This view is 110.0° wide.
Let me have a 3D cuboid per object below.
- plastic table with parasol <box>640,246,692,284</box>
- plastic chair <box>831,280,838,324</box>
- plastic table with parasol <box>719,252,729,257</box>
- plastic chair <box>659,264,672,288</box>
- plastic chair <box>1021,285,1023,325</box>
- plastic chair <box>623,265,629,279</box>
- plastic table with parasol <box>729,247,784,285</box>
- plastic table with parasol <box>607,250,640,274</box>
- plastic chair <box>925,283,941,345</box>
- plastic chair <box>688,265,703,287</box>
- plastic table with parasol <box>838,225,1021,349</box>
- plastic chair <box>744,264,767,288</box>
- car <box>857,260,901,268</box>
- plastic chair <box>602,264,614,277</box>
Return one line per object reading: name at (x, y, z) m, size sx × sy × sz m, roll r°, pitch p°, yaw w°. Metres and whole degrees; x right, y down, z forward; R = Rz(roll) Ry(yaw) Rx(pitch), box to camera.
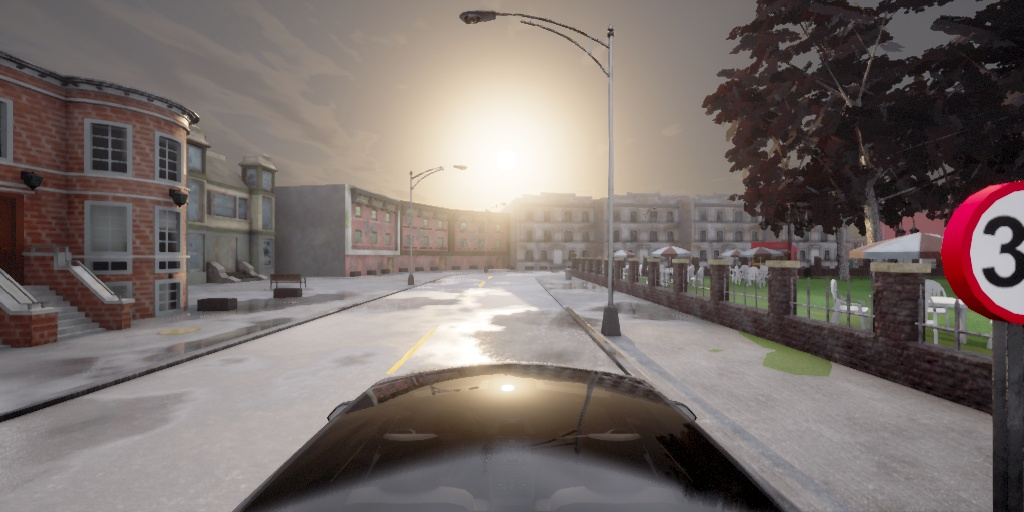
plastic table with parasol at (10.049, 0.630, 22.555) m, size 2.482 × 2.480 × 2.482 m, roll 0°, pitch 0°, yaw -38°
plastic chair at (8.907, 1.285, 9.473) m, size 0.750 × 1.272 × 0.730 m, roll 0°, pitch 0°, yaw -40°
plastic table with parasol at (17.437, 0.734, 27.831) m, size 2.482 × 2.480 × 2.482 m, roll 0°, pitch 0°, yaw -40°
plastic chair at (9.063, 1.269, 21.832) m, size 0.730 × 1.272 × 0.750 m, roll 0°, pitch 0°, yaw -40°
plastic chair at (10.545, 1.310, 7.492) m, size 0.750 × 1.272 × 0.730 m, roll 0°, pitch 0°, yaw -35°
plastic chair at (9.330, 1.337, 28.925) m, size 0.750 × 1.272 × 0.730 m, roll 0°, pitch 0°, yaw 5°
plastic table with parasol at (15.980, 0.674, 23.013) m, size 2.482 × 2.480 × 2.482 m, roll 0°, pitch 0°, yaw -38°
plastic table with parasol at (9.259, 0.734, 30.252) m, size 2.482 × 2.480 × 2.482 m, roll 0°, pitch 0°, yaw 0°
plastic chair at (8.612, 1.300, 7.723) m, size 0.730 × 1.272 × 0.750 m, roll 0°, pitch 0°, yaw -40°
plastic chair at (10.994, 1.267, 21.542) m, size 0.750 × 1.272 × 0.730 m, roll 0°, pitch 0°, yaw -32°
plastic table with parasol at (9.644, 0.699, 8.466) m, size 2.482 × 2.480 × 2.482 m, roll 0°, pitch 0°, yaw -40°
plastic chair at (15.144, 1.295, 22.281) m, size 0.730 × 1.272 × 0.750 m, roll 0°, pitch 0°, yaw -39°
car at (44.865, 1.262, 43.557) m, size 4.892 × 1.490 × 1.837 m, roll 0°, pitch 0°, yaw 0°
plastic chair at (7.998, 1.338, 30.343) m, size 0.730 × 1.272 × 0.750 m, roll 0°, pitch 0°, yaw 0°
